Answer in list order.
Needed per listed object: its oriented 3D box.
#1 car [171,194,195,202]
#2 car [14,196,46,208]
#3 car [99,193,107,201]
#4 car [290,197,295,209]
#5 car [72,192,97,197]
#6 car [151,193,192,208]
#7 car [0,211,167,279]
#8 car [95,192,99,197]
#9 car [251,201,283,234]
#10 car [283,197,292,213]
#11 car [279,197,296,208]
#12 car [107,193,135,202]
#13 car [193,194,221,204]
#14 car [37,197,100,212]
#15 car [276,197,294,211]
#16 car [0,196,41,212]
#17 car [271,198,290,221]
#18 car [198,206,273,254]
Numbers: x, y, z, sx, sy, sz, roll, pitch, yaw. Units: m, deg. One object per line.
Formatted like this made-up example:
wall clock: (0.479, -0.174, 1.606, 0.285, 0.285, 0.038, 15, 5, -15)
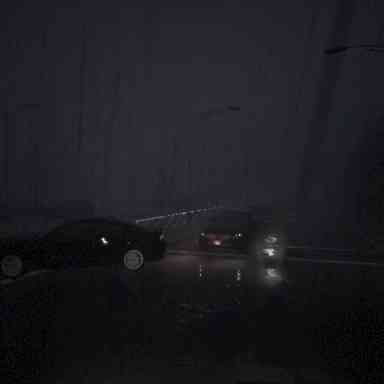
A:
car: (-1.894, 1.259, 68.651, 4.514, 1.523, 2.007, 0, 0, 19)
car: (-21.560, 1.274, 44.300, 3.633, 1.501, 1.845, 0, 0, 19)
car: (-19.997, 1.016, 70.956, 3.866, 1.878, 1.905, 0, 0, 19)
car: (9.902, 1.545, 36.480, 1.994, 1.385, 4.181, 0, 0, 19)
car: (-18.298, 1.250, 53.746, 4.514, 1.523, 2.007, 0, 0, 19)
car: (-2.836, 1.075, 41.738, 4.605, 1.855, 1.932, 0, 0, 19)
car: (-3.258, 1.475, 9.836, 5.008, 1.535, 1.882, 0, 0, -15)
car: (-21.647, 1.300, 68.006, 3.806, 1.475, 1.970, 0, 0, 19)
car: (4.024, 1.490, 19.248, 1.837, 1.490, 4.892, 0, 0, 19)
car: (7.845, 1.488, 30.447, 1.837, 1.490, 4.892, 0, 0, 19)
car: (13.687, 1.470, 47.601, 2.128, 1.511, 4.902, 0, 0, 19)
car: (-13.608, 1.047, 65.308, 4.605, 1.855, 1.932, 0, 0, 19)
car: (1.835, 1.127, 56.732, 5.027, 1.636, 2.152, 0, 0, 19)
car: (-8.957, 1.356, 24.191, 3.633, 1.501, 1.845, 0, 0, 19)
car: (11.790, 1.485, 42.030, 1.837, 1.490, 4.892, 0, 0, 19)
car: (-15.021, 1.356, 29.404, 3.806, 1.475, 1.970, 0, 0, 19)
car: (5.951, 1.476, 24.889, 2.128, 1.511, 4.902, 0, 0, 19)
car: (1.862, 1.514, 13.846, 1.812, 1.442, 4.674, 0, 0, 25)
